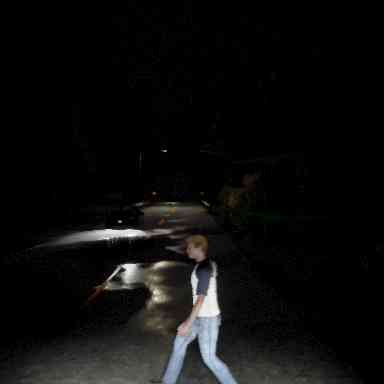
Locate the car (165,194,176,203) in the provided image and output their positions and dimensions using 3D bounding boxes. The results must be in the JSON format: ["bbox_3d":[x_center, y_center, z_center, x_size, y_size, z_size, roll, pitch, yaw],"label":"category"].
[{"bbox_3d":[-4.612,1.416,71.584,2.150,2.045,5.566,0,0,-1],"label":"car"}]

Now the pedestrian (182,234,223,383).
[{"bbox_3d":[0.106,1.292,3.566,0.375,1.860,0.375,0,0,0],"label":"pedestrian"}]

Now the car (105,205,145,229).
[{"bbox_3d":[-4.238,1.556,21.558,1.994,1.385,4.181,0,0,0],"label":"car"}]
